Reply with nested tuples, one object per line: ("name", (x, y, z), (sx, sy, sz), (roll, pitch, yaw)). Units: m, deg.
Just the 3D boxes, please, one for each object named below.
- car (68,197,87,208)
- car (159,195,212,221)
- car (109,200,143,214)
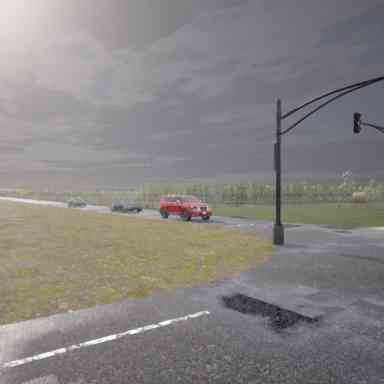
("car", (-17.755, 1.595, 51.350), (1.837, 1.490, 4.892), (0, -1, -36))
("car", (-0.670, 1.256, 27.755), (2.150, 2.045, 5.566), (0, 0, -36))
("car", (-7.440, 1.606, 37.067), (2.033, 1.411, 5.357), (0, 0, -36))
